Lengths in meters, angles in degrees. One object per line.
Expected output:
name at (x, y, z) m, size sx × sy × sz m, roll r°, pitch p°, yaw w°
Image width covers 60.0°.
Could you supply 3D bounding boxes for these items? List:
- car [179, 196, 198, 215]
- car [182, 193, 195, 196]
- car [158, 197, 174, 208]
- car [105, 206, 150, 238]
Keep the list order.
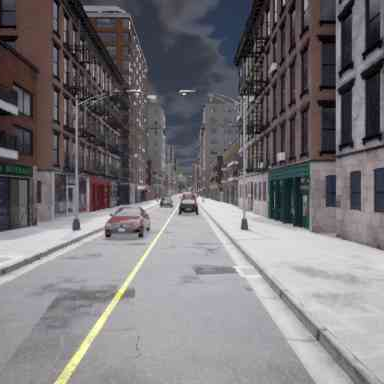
car at (-0.355, 1.474, 34.261) m, size 1.882 × 1.535 × 5.008 m, roll 0°, pitch 0°, yaw -1°
car at (-0.498, 1.214, 45.557) m, size 2.150 × 2.045 × 5.566 m, roll 0°, pitch 0°, yaw -3°
car at (-3.730, 1.496, 48.500) m, size 1.837 × 1.490 × 4.892 m, roll 0°, pitch 0°, yaw -1°
car at (-3.333, 1.525, 17.946) m, size 1.812 × 1.442 × 4.674 m, roll 0°, pitch 0°, yaw -1°
